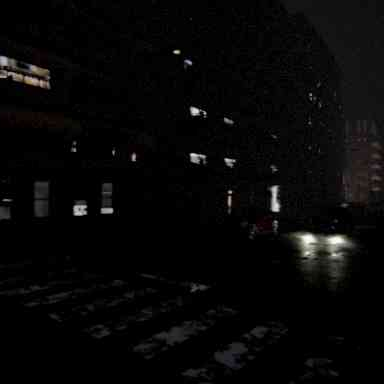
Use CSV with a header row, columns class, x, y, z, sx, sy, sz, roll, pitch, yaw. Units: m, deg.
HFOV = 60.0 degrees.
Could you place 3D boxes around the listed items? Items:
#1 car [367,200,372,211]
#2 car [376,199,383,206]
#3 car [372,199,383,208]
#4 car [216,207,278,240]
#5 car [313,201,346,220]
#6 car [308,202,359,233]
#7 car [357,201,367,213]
class,x,y,z,sx,sy,sz,roll,pitch,yaw
car,22.720,1.941,45.103,1.752,1.417,4.829,-1,-1,35
car,39.081,2.207,68.149,1.947,1.339,4.313,-1,-1,35
car,32.574,1.992,58.989,1.967,1.590,4.097,-1,-1,35
car,2.983,1.591,17.859,1.967,1.590,4.097,-1,-1,38
car,13.055,1.723,31.452,1.967,1.590,4.097,-1,-1,36
car,9.115,1.678,21.590,1.882,1.535,5.008,0,0,37
car,19.589,1.924,40.644,2.008,1.369,4.403,-1,-1,35
